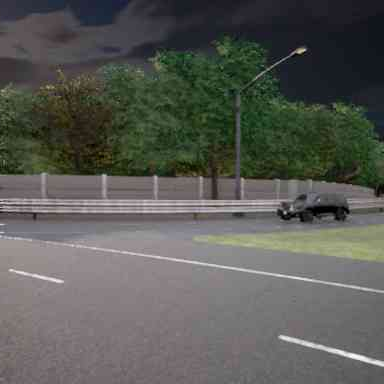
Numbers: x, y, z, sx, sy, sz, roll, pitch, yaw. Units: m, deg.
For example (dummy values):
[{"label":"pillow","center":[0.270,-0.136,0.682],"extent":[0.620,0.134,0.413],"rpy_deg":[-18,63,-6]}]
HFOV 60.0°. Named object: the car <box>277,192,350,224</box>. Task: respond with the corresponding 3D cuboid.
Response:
[{"label":"car","center":[8.613,1.032,23.411],"extent":[5.566,2.045,2.150],"rpy_deg":[0,1,-28]}]
